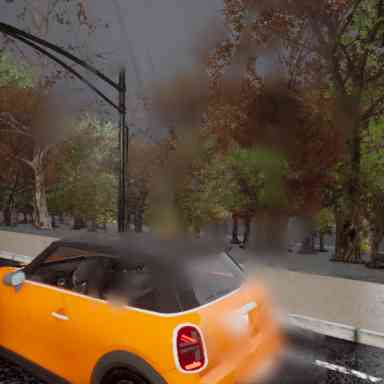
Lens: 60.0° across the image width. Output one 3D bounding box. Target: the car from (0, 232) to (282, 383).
[{"bbox_3d":[-1.231,1.351,4.574,4.553,1.767,2.097,0,0,36],"label":"car"}]
